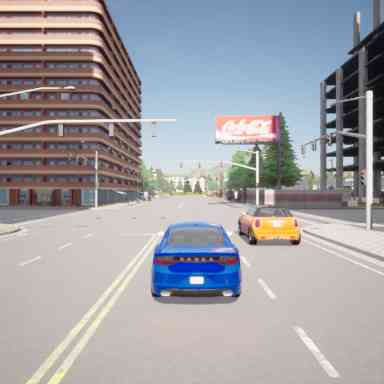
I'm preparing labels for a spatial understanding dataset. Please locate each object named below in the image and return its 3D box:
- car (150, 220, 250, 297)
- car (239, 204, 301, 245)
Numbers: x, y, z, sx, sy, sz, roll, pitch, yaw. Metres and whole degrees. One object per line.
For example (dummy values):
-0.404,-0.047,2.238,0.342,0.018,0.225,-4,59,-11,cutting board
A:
0.084,1.478,8.619,1.882,1.535,5.008,0,0,0,car
3.472,1.352,15.708,2.097,1.767,4.553,0,0,0,car
